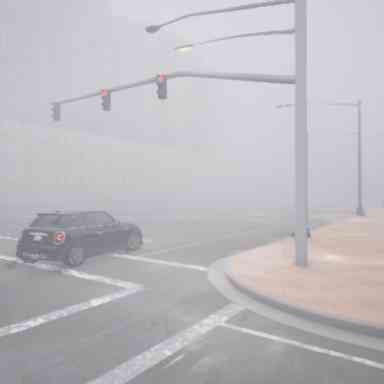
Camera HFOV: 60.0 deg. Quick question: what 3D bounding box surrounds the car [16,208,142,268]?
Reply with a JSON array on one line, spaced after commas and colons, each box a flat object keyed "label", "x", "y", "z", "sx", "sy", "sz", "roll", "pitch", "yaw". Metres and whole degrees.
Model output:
[{"label": "car", "x": -3.689, "y": 1.391, "z": 11.818, "sx": 2.097, "sy": 1.767, "sz": 4.553, "roll": 0, "pitch": 0, "yaw": 25}]
